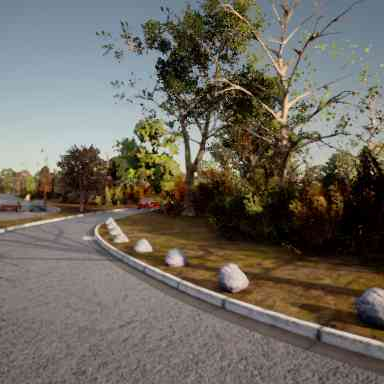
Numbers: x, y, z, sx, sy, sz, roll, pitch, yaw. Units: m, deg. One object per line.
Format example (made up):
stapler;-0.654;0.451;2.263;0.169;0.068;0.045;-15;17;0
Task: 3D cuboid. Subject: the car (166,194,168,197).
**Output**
car;-3.304;1.410;58.226;2.150;2.045;5.566;0;1;18

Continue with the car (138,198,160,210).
car;-6.164;1.639;48.890;2.097;1.767;4.553;0;1;16

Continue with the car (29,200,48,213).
car;-19.981;1.882;43.374;1.837;1.490;4.892;1;0;-19

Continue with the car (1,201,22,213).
car;-23.292;1.857;43.099;1.882;1.535;5.008;0;0;-20
